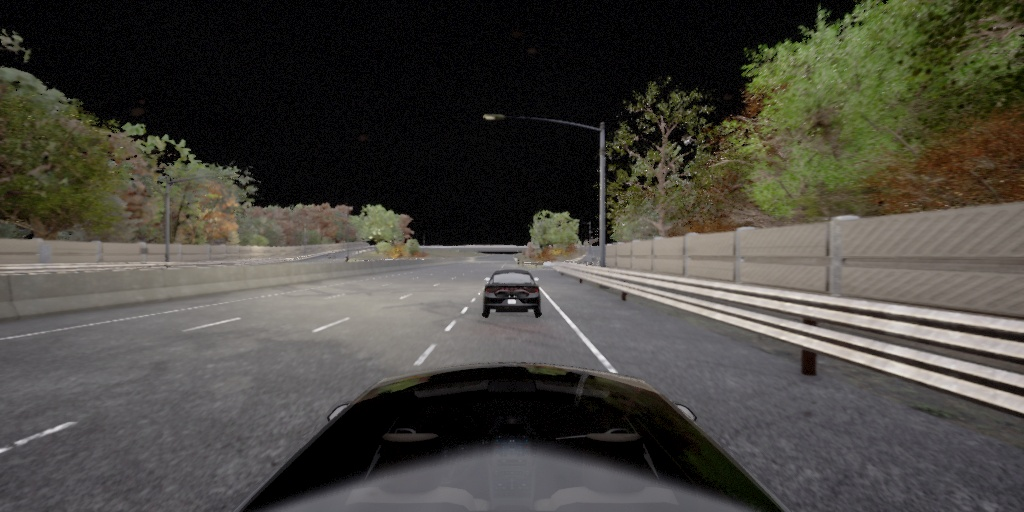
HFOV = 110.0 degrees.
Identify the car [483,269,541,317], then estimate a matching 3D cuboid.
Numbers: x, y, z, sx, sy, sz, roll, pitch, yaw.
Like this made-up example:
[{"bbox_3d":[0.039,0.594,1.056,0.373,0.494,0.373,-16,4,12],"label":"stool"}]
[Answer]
[{"bbox_3d":[-0.003,1.231,13.285,1.882,1.535,5.008,0,0,0],"label":"car"}]
